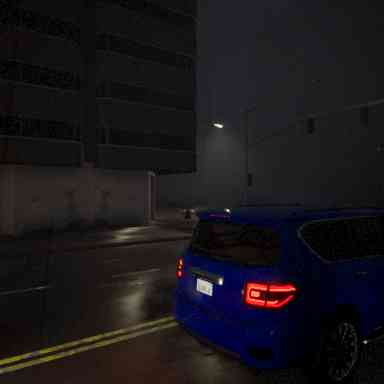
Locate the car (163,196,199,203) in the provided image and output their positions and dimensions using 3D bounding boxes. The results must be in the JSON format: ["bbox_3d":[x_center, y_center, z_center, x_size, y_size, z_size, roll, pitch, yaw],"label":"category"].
[{"bbox_3d":[-1.433,1.564,43.097,1.994,1.385,4.181,0,0,-36],"label":"car"}]

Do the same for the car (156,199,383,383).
[{"bbox_3d":[2.348,1.221,5.483,5.566,2.045,2.150,0,0,-35],"label":"car"}]

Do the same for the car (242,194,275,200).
[{"bbox_3d":[7.834,1.221,36.333,2.150,2.045,5.566,0,0,-36],"label":"car"}]

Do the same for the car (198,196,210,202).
[{"bbox_3d":[0.188,1.352,53.043,2.097,1.767,4.553,0,0,-36],"label":"car"}]

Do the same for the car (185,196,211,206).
[{"bbox_3d":[1.029,1.478,57.832,1.882,1.535,5.008,0,0,-36],"label":"car"}]

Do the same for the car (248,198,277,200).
[{"bbox_3d":[7.575,1.547,30.756,2.033,1.411,5.357,0,0,-36],"label":"car"}]

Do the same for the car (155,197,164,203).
[{"bbox_3d":[-4.006,1.492,52.630,2.128,1.511,4.902,0,0,-36],"label":"car"}]
